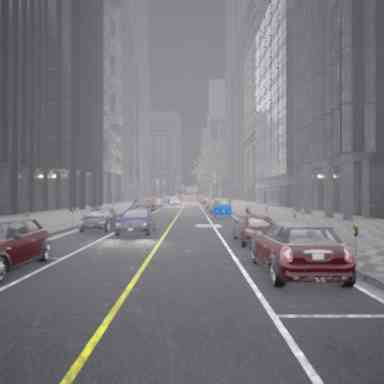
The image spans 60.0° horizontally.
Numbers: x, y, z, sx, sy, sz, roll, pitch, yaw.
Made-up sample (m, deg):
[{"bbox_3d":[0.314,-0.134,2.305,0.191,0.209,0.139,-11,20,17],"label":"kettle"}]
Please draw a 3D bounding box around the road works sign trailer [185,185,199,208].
[{"bbox_3d":[-0.004,0.737,53.814,2.380,3.560,2.880,0,0,0],"label":"road works sign trailer"}]

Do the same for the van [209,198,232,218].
[{"bbox_3d":[2.857,1.524,32.029,1.690,1.788,3.998,0,0,0],"label":"van"}]

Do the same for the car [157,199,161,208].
[{"bbox_3d":[-5.670,1.548,43.331,2.192,1.841,5.009,0,0,0],"label":"car"}]

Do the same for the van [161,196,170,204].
[{"bbox_3d":[-5.672,1.694,71.523,1.690,1.788,3.998,0,0,0],"label":"van"}]

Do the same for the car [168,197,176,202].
[{"bbox_3d":[-5.675,2.032,94.077,1.887,1.381,4.507,0,0,0],"label":"car"}]

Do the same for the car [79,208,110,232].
[{"bbox_3d":[-5.669,1.675,20.770,2.008,1.369,4.403,0,0,0],"label":"car"}]

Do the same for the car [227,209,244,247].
[{"bbox_3d":[2.857,1.674,15.109,1.802,1.307,4.206,0,0,0],"label":"car"}]

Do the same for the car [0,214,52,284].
[{"bbox_3d":[-5.668,1.499,9.493,1.967,1.590,4.097,0,0,0],"label":"car"}]

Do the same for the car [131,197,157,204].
[{"bbox_3d":[-5.669,1.524,37.690,2.192,1.841,5.009,0,0,0],"label":"car"}]

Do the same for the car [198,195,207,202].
[{"bbox_3d":[2.851,1.766,88.427,2.192,1.841,5.009,0,0,0],"label":"car"}]

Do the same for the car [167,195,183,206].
[{"bbox_3d":[-3.050,1.823,60.028,1.812,1.442,4.674,0,0,1],"label":"car"}]

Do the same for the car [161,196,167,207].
[{"bbox_3d":[-5.671,1.802,54.398,1.752,1.417,4.829,0,0,1],"label":"car"}]

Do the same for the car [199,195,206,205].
[{"bbox_3d":[2.853,1.764,65.869,1.967,1.590,4.097,0,0,0],"label":"car"}]

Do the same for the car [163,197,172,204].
[{"bbox_3d":[-5.673,1.949,77.160,1.947,1.339,4.313,0,0,0],"label":"car"}]

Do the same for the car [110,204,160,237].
[{"bbox_3d":[-3.102,1.640,19.063,1.812,1.442,4.674,0,0,0],"label":"car"}]

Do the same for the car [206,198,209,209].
[{"bbox_3d":[2.857,1.734,37.840,1.752,1.417,4.829,0,0,0],"label":"car"}]

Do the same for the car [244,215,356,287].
[{"bbox_3d":[2.858,1.498,9.468,1.967,1.590,4.097,0,0,0],"label":"car"}]

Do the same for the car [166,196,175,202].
[{"bbox_3d":[-5.675,1.892,88.439,1.967,1.590,4.097,0,0,0],"label":"car"}]

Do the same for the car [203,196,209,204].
[{"bbox_3d":[2.862,1.780,49.153,1.752,1.417,4.829,0,0,1],"label":"car"}]
